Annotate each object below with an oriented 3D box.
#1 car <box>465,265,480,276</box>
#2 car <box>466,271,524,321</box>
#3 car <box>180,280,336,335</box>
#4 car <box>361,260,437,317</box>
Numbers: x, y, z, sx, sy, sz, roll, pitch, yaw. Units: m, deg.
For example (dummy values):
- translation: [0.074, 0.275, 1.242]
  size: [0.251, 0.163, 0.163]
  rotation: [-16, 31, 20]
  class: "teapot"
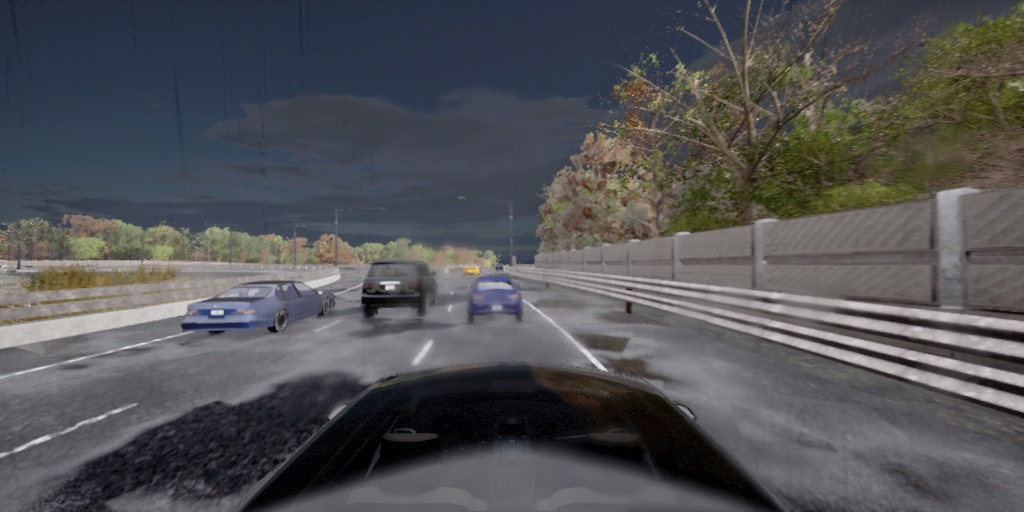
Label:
- translation: [-5.570, 1.950, 50.190]
  size: [1.882, 1.535, 5.008]
  rotation: [0, -1, -3]
  class: "car"
- translation: [-0.678, 1.443, 13.169]
  size: [1.812, 1.442, 4.674]
  rotation: [0, -1, -6]
  class: "car"
- translation: [-7.468, 1.473, 11.310]
  size: [2.033, 1.411, 5.357]
  rotation: [0, -1, -5]
  class: "car"
- translation: [-4.314, 1.175, 14.428]
  size: [2.150, 2.045, 5.566]
  rotation: [0, -1, -7]
  class: "car"
